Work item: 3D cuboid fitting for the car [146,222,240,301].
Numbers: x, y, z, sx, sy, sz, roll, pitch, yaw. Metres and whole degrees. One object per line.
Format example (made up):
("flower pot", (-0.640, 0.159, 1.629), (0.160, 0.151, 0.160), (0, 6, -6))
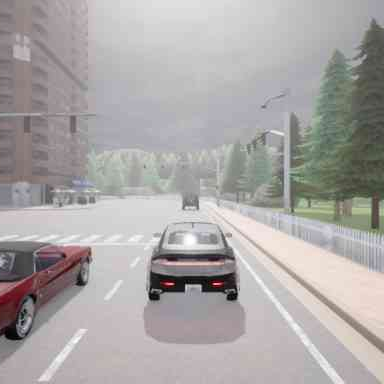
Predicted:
("car", (0.023, 1.491, 8.310), (2.128, 1.511, 4.902), (0, 0, 0))

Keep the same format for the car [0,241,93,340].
("car", (-3.450, 1.601, 6.461), (1.895, 1.301, 4.718), (0, 0, 0))

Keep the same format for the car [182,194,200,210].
("car", (-0.180, 1.221, 43.763), (2.150, 2.045, 5.566), (0, 0, -1))
